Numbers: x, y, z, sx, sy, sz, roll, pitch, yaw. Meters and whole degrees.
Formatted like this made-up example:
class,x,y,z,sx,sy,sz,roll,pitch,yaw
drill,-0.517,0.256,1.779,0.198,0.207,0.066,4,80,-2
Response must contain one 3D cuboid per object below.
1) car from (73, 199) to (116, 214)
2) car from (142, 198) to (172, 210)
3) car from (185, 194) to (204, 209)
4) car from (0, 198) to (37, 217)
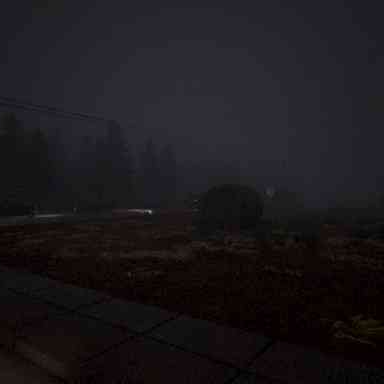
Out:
class,x,y,z,sx,sy,sz,roll,pitch,yaw
car,-10.581,1.518,36.269,2.128,1.511,4.902,0,0,37
car,-4.623,1.552,44.290,1.812,1.442,4.674,0,0,37
car,1.353,1.248,46.203,2.150,2.045,5.566,0,0,38
car,-16.029,1.379,28.924,2.097,1.767,4.553,0,0,37
